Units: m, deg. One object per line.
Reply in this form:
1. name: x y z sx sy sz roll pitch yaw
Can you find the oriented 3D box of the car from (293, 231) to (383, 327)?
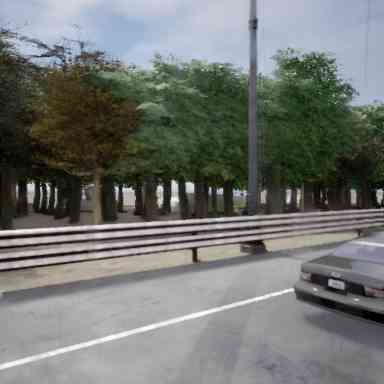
1. car: 4.401 1.552 6.881 5.357 1.411 2.033 0 0 -35
